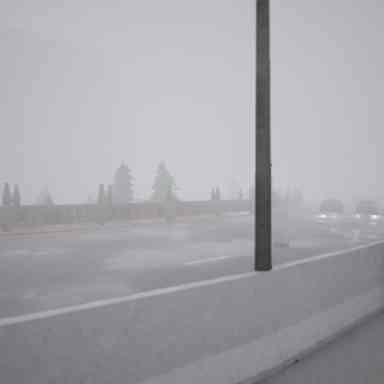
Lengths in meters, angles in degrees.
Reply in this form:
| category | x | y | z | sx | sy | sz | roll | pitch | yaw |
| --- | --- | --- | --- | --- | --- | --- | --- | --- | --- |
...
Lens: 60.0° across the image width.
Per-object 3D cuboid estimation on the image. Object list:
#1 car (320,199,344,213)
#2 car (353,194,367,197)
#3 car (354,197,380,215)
| category | x | y | z | sx | sy | sz | roll | pitch | yaw |
| --- | --- | --- | --- | --- | --- | --- | --- | --- | --- |
| car | 15.337 | 1.500 | 36.373 | 2.128 | 1.511 | 4.902 | 0 | 0 | 31 |
| car | 34.345 | 1.119 | 67.758 | 1.837 | 1.490 | 4.892 | 0 | 0 | 9 |
| car | 18.051 | 1.508 | 34.149 | 1.837 | 1.490 | 4.892 | 0 | 0 | 32 |
